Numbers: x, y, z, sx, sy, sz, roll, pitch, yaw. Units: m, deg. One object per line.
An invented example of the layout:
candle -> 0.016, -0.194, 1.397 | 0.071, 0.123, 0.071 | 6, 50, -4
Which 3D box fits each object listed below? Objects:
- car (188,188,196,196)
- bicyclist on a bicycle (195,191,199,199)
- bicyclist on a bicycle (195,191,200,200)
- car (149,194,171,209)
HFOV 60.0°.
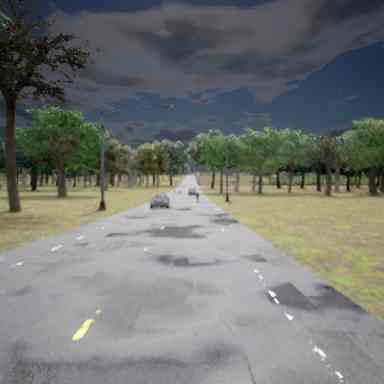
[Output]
car -> 0.018, 0.164, 81.656 | 1.812, 1.442, 4.674 | 0, 2, 0
bicyclist on a bicycle -> 0.972, 0.559, 63.873 | 0.866, 1.612, 1.509 | 0, 1, 0
bicyclist on a bicycle -> 0.973, 0.769, 54.230 | 0.582, 1.620, 1.656 | 0, 1, 0
car -> -3.580, 0.983, 37.987 | 2.097, 1.767, 4.553 | 0, 1, 0
